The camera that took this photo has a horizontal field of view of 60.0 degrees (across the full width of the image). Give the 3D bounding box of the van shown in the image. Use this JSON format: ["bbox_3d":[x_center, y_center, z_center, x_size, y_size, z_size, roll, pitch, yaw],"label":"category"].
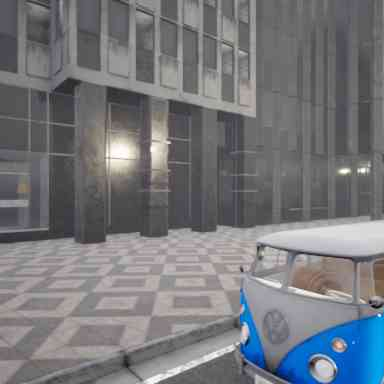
[{"bbox_3d":[2.351,1.344,4.498,3.998,1.788,1.690,0,0,-39],"label":"van"}]
